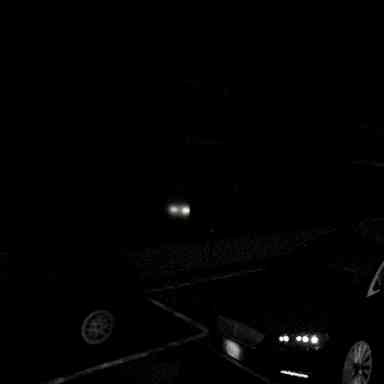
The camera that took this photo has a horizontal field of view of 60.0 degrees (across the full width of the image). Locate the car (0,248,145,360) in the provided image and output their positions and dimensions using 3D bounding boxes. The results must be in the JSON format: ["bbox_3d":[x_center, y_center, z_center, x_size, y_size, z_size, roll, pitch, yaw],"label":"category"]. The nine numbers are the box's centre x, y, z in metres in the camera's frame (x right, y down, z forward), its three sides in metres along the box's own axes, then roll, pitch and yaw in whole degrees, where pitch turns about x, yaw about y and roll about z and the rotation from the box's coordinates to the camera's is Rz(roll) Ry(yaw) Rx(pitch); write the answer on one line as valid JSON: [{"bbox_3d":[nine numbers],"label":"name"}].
[{"bbox_3d":[-2.873,1.551,4.698,4.507,1.381,1.887,0,1,-36],"label":"car"}]

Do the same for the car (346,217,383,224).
[{"bbox_3d":[6.020,1.542,11.110,4.507,1.381,1.887,0,1,-36],"label":"car"}]

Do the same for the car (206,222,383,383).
[{"bbox_3d":[2.444,1.490,5.145,4.902,1.511,2.128,0,0,-36],"label":"car"}]
